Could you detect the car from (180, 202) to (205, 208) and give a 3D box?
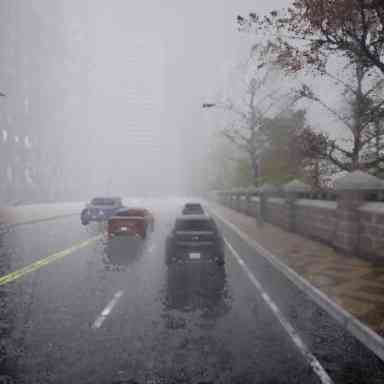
[{"bbox_3d":[0.078,1.667,28.839,1.837,1.490,4.892,0,0,0],"label":"car"}]

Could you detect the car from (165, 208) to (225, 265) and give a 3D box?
[{"bbox_3d":[0.090,1.572,11.949,1.837,1.490,4.892,0,0,0],"label":"car"}]

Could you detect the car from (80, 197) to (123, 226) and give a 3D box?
[{"bbox_3d":[-6.577,1.364,25.183,2.150,2.045,5.566,0,-1,0],"label":"car"}]

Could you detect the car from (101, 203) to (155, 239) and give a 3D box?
[{"bbox_3d":[-3.164,1.577,17.990,1.882,1.535,5.008,0,0,0],"label":"car"}]
